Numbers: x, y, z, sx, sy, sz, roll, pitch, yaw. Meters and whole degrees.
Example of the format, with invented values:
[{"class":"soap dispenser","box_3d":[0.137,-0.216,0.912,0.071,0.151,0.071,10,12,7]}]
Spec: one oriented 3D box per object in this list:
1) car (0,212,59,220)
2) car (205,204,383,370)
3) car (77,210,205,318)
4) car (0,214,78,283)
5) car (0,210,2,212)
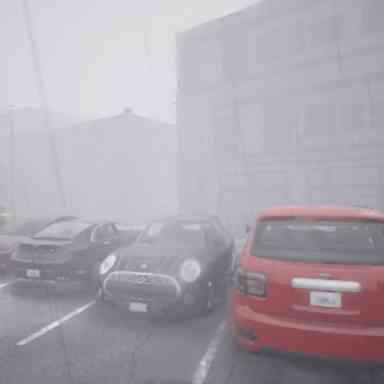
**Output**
[{"class":"car","box_3d":[-5.099,1.512,11.047,2.163,1.488,4.792,0,-1,16]},{"class":"car","box_3d":[2.086,1.233,5.999,2.435,2.045,5.566,0,-1,16]},{"class":"car","box_3d":[-0.291,1.356,7.701,2.185,1.767,4.553,1,-1,15]},{"class":"car","box_3d":[-2.702,1.483,9.368,2.231,1.521,4.892,0,-1,16]},{"class":"car","box_3d":[-7.425,1.484,12.961,1.946,1.575,5.366,0,-1,16]}]
